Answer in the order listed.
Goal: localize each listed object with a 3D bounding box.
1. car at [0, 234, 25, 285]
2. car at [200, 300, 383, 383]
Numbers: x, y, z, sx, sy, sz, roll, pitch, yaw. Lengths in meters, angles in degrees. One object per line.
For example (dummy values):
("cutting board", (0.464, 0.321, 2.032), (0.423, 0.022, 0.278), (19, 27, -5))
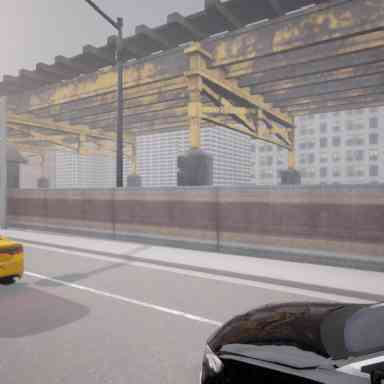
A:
("car", (-6.206, 1.502, 8.376), (5.008, 1.535, 1.882), (0, 0, 36))
("car", (2.308, 1.503, 2.347), (4.902, 1.511, 2.128), (0, 0, 36))
